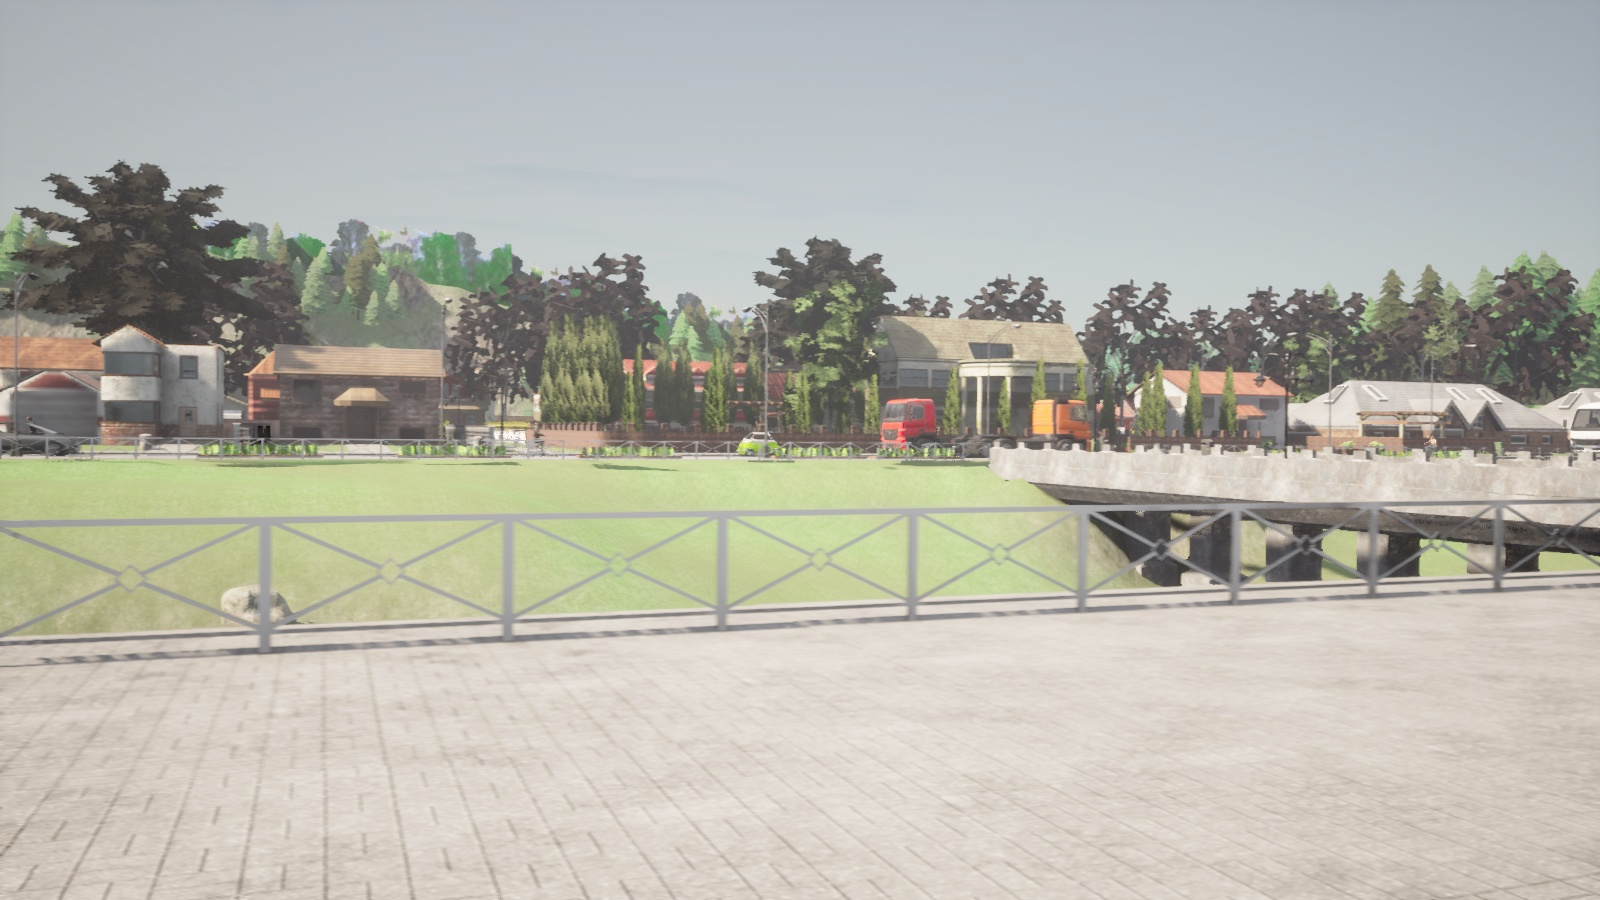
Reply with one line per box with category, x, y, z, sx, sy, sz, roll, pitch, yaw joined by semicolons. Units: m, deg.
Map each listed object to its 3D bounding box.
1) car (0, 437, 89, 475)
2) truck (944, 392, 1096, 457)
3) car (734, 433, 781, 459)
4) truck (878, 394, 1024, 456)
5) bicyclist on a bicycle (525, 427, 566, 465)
car;-32.766;0.236;53.044;4.514;1.525;2.007;-1;1;-21
truck;12.290;-1.458;70.127;7.936;3.462;2.891;-1;1;-21
car;-2.330;-0.242;68.871;2.207;1.376;1.481;-1;1;-21
truck;8.786;-1.468;73.076;7.936;3.462;2.891;-1;1;-21
bicyclist on a bicycle;-12.325;-0.187;60.799;1.843;1.776;0.659;-1;1;-21
